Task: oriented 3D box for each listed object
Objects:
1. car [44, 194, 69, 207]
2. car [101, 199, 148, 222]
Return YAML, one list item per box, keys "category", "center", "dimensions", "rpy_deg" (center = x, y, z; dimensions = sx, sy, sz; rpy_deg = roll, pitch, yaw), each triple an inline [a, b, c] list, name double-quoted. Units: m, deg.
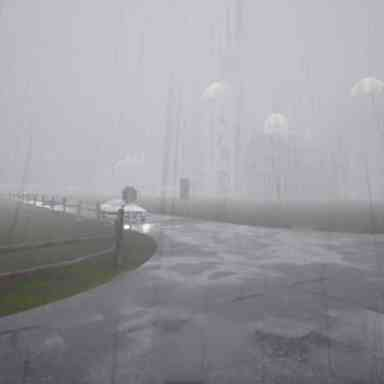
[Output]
- category: "car"
  center: [-15.944, 0.956, 38.642]
  dimensions: [2.033, 1.411, 5.357]
  rpy_deg: [-1, 1, -36]
- category: "car"
  center: [-4.856, 1.237, 23.391]
  dimensions: [1.812, 1.442, 4.674]
  rpy_deg: [-1, 2, -37]
